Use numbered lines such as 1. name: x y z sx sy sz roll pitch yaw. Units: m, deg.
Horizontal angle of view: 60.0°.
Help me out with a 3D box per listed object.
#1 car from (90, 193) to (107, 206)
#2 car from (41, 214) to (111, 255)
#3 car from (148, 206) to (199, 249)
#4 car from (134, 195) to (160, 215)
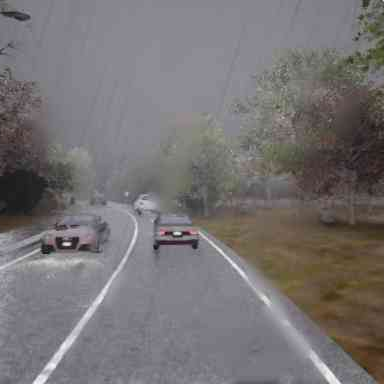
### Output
1. car: -15.125 1.141 53.594 2.150 2.045 5.566 2 0 -22
2. car: -4.439 1.575 13.255 1.994 1.385 4.181 0 0 -6
3. car: -0.836 1.586 14.802 2.033 1.411 5.357 0 0 -7
4. car: -4.840 1.290 35.380 2.150 2.045 5.566 1 0 -15
